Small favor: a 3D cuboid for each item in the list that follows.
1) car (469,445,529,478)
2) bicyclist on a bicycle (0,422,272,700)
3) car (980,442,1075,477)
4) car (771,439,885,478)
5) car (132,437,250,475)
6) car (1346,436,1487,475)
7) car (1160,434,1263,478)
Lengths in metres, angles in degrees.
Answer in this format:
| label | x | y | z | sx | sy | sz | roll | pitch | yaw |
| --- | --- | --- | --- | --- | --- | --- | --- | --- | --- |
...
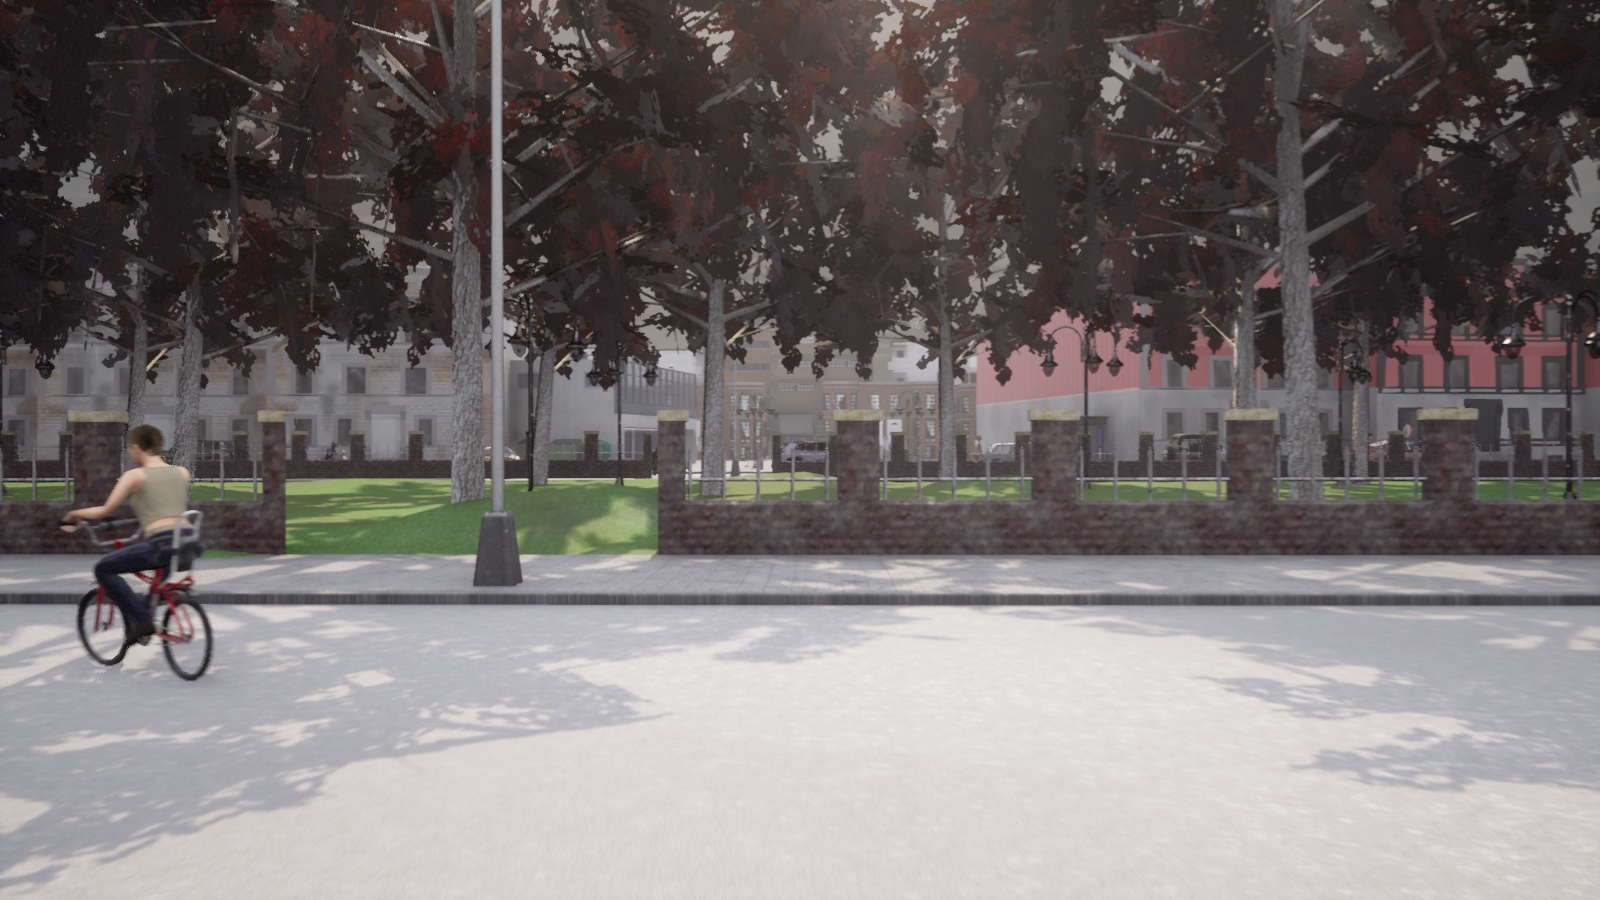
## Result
| label | x | y | z | sx | sy | sz | roll | pitch | yaw |
| --- | --- | --- | --- | --- | --- | --- | --- | --- | --- |
| car | -13.168 | 0.488 | 55.012 | 2.207 | 1.376 | 1.481 | -1 | 0 | 1 |
| bicyclist on a bicycle | -4.277 | 0.637 | 8.084 | 1.509 | 1.612 | 0.866 | 0 | 2 | 32 |
| car | 9.834 | 0.406 | 54.569 | 3.806 | 1.475 | 1.970 | 0 | 0 | 1 |
| car | 1.214 | 0.368 | 54.735 | 4.856 | 1.649 | 2.033 | 0 | 0 | 1 |
| car | -28.685 | 0.266 | 59.293 | 4.553 | 1.767 | 2.097 | 0 | 0 | 1 |
| car | 26.562 | 0.223 | 54.258 | 5.027 | 1.651 | 2.152 | 0 | 0 | 2 |
| car | 17.778 | 0.238 | 54.414 | 3.866 | 1.878 | 1.905 | 0 | 0 | 1 |
